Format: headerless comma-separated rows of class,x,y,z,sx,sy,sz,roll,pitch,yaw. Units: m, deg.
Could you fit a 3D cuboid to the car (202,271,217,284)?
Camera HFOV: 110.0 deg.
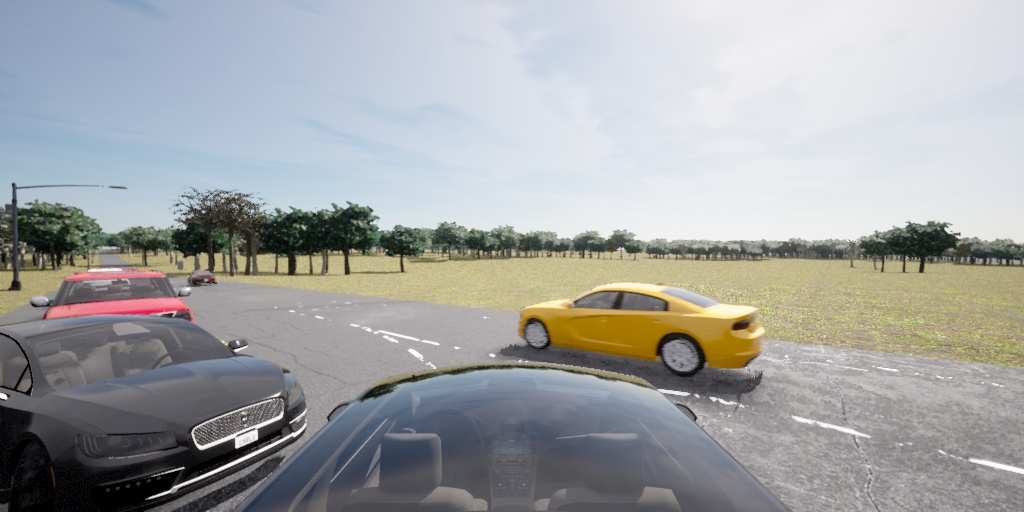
car,-33.492,2.378,38.720,4.674,1.442,1.812,-2,0,41

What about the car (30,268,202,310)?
car,-9.463,1.387,8.636,5.566,2.045,2.150,-2,0,41

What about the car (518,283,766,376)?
car,2.352,1.332,7.687,5.008,1.535,1.882,-2,-1,41

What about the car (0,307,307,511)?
car,-4.557,1.446,3.985,4.892,1.490,1.837,-3,-3,21
